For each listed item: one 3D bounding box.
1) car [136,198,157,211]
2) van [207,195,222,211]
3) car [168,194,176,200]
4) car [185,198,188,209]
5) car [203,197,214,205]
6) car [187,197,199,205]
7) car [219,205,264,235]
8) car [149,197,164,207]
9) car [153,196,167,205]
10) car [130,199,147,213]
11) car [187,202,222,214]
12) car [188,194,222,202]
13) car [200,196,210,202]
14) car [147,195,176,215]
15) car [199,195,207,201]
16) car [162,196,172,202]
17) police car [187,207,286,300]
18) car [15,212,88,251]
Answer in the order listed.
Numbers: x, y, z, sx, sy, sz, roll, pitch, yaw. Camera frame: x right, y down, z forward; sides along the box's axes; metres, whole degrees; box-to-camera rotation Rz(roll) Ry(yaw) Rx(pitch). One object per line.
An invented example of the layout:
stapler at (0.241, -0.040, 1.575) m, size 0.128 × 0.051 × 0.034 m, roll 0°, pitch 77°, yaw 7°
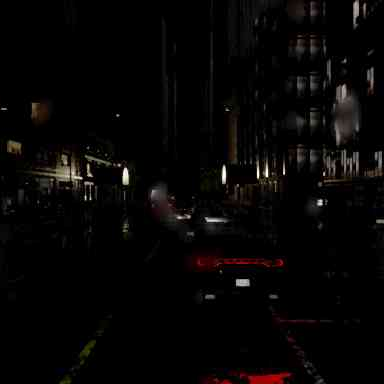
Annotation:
car at (-5.607, 1.550, 41.541) m, size 1.887 × 1.381 × 4.507 m, roll 0°, pitch 0°, yaw 0°
van at (2.771, 1.346, 41.527) m, size 1.690 × 1.788 × 3.998 m, roll 0°, pitch 0°, yaw 0°
car at (-5.503, 1.480, 91.258) m, size 1.967 × 1.590 × 4.097 m, roll 0°, pitch 0°, yaw 0°
car at (0.112, 1.512, 45.710) m, size 1.837 × 1.490 × 4.892 m, roll 0°, pitch 0°, yaw 0°
car at (2.808, 1.541, 58.269) m, size 1.752 × 1.417 × 4.829 m, roll 0°, pitch 0°, yaw 0°
car at (0.124, 1.580, 58.899) m, size 1.994 × 1.385 × 4.181 m, roll 0°, pitch 0°, yaw 0°
car at (2.727, 1.550, 19.430) m, size 2.008 × 1.369 × 4.403 m, roll 0°, pitch 0°, yaw 0°
car at (-5.583, 1.578, 52.589) m, size 1.947 × 1.339 × 4.313 m, roll 0°, pitch 0°, yaw 0°
car at (-5.572, 1.455, 58.113) m, size 1.967 × 1.590 × 4.097 m, roll 0°, pitch 0°, yaw 0°
car at (-5.619, 1.553, 36.017) m, size 2.008 × 1.369 × 4.403 m, roll 0°, pitch 0°, yaw 0°
car at (0.816, 1.503, 18.452) m, size 1.837 × 1.490 × 4.892 m, roll 0°, pitch 0°, yaw 0°
car at (0.951, 1.224, 24.481) m, size 2.150 × 2.045 × 5.566 m, roll 0°, pitch 0°, yaw 0°
car at (2.843, 1.577, 74.672) m, size 2.008 × 1.369 × 4.403 m, roll 0°, pitch 0°, yaw 0°
car at (-2.931, 1.354, 33.600) m, size 2.097 × 1.767 × 4.553 m, roll 0°, pitch 0°, yaw 0°
car at (2.866, 1.561, 85.890) m, size 1.752 × 1.417 × 4.829 m, roll 0°, pitch 0°, yaw 0°
car at (-5.537, 1.608, 74.686) m, size 1.802 × 1.307 × 4.206 m, roll 0°, pitch 0°, yaw 0°
police car at (0.918, 1.425, 8.562) m, size 1.930 × 1.638 × 5.238 m, roll 0°, pitch 0°, yaw 0°
car at (-5.665, 1.550, 13.921) m, size 2.008 × 1.369 × 4.403 m, roll 0°, pitch 0°, yaw 0°
